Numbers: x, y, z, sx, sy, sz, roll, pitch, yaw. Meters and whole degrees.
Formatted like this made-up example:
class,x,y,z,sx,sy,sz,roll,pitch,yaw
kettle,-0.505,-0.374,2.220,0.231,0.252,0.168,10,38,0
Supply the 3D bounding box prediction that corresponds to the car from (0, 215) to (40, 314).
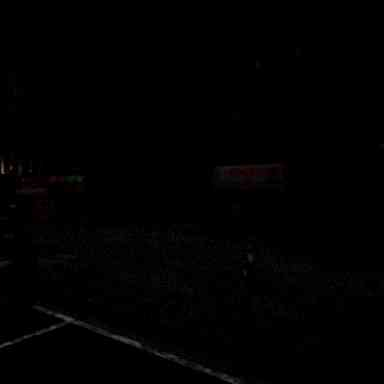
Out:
class,x,y,z,sx,sy,sz,roll,pitch,yaw
car,-4.916,1.321,6.314,5.009,1.841,2.192,0,0,36
